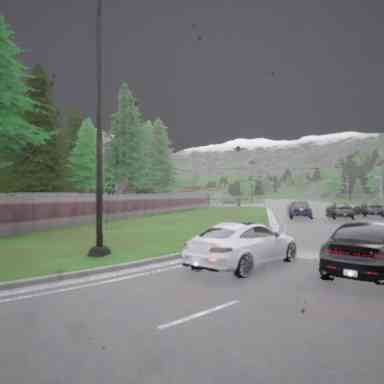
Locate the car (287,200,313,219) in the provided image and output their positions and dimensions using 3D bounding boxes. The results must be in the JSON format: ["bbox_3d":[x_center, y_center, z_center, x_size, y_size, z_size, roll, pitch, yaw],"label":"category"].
[{"bbox_3d":[10.654,1.699,33.049,2.097,1.767,4.553,-1,-1,13],"label":"car"}]

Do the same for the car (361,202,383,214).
[{"bbox_3d":[18.023,1.785,33.947,2.128,1.511,4.902,-1,-1,13],"label":"car"}]

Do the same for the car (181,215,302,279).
[{"bbox_3d":[1.625,1.655,10.531,1.812,1.442,4.674,-1,-1,41],"label":"car"}]

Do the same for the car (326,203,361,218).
[{"bbox_3d":[13.846,1.786,31.280,2.128,1.511,4.902,-1,-1,13],"label":"car"}]

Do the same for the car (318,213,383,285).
[{"bbox_3d":[5.102,1.589,9.380,1.837,1.490,4.892,0,0,39],"label":"car"}]
